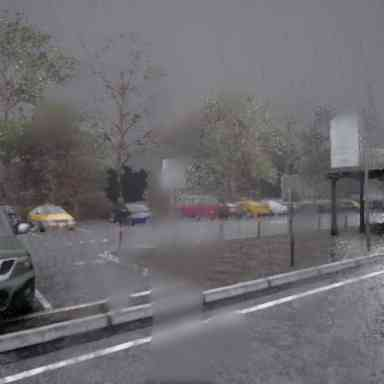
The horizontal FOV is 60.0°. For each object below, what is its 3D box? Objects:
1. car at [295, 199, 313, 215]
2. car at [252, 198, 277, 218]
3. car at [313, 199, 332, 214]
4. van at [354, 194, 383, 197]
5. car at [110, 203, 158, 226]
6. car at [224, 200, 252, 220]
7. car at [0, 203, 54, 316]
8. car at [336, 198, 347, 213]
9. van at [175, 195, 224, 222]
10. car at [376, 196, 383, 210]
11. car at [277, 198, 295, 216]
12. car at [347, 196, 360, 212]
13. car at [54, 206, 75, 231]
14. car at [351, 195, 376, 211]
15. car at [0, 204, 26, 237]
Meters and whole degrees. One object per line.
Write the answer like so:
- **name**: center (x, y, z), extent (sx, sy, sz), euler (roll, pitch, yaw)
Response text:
- **car**: center (9.297, 1.366, 33.384), extent (2.185, 1.767, 4.553), euler (0, 0, -36)
- **car**: center (4.803, 1.490, 30.125), extent (2.097, 1.535, 5.008), euler (0, 0, -36)
- **car**: center (11.570, 1.493, 34.978), extent (2.097, 1.535, 5.008), euler (0, 0, -36)
- **van**: center (22.928, 1.277, 42.949), extent (1.878, 1.987, 4.442), euler (0, 0, -36)
- **car**: center (-4.213, 1.518, 23.648), extent (2.163, 1.488, 4.792), euler (0, 0, -36)
- **car**: center (2.543, 1.530, 28.511), extent (2.002, 1.452, 4.674), euler (0, 0, -36)
- **car**: center (-4.929, 1.236, 7.057), extent (2.435, 2.045, 5.566), euler (0, 0, -36)
- **car**: center (13.834, 1.496, 36.583), extent (2.231, 1.521, 4.892), euler (0, 0, -36)
- **van**: center (0.217, 1.263, 26.995), extent (1.878, 1.987, 4.442), euler (0, 0, -36)
- **car**: center (20.586, 1.530, 41.455), extent (2.163, 1.488, 4.792), euler (0, 0, -36)
- **car**: center (7.059, 1.531, 31.742), extent (2.002, 1.452, 4.674), euler (0, 0, -36)
- **car**: center (16.071, 1.526, 38.225), extent (2.163, 1.488, 4.792), euler (0, 0, -36)
- **car**: center (-8.638, 1.486, 20.291), extent (1.946, 1.575, 5.366), euler (0, 0, -36)
- **car**: center (18.452, 1.495, 39.664), extent (1.946, 1.575, 5.366), euler (0, 0, -36)
- **car**: center (-11.021, 1.518, 18.851), extent (2.163, 1.488, 4.792), euler (0, 0, -36)
